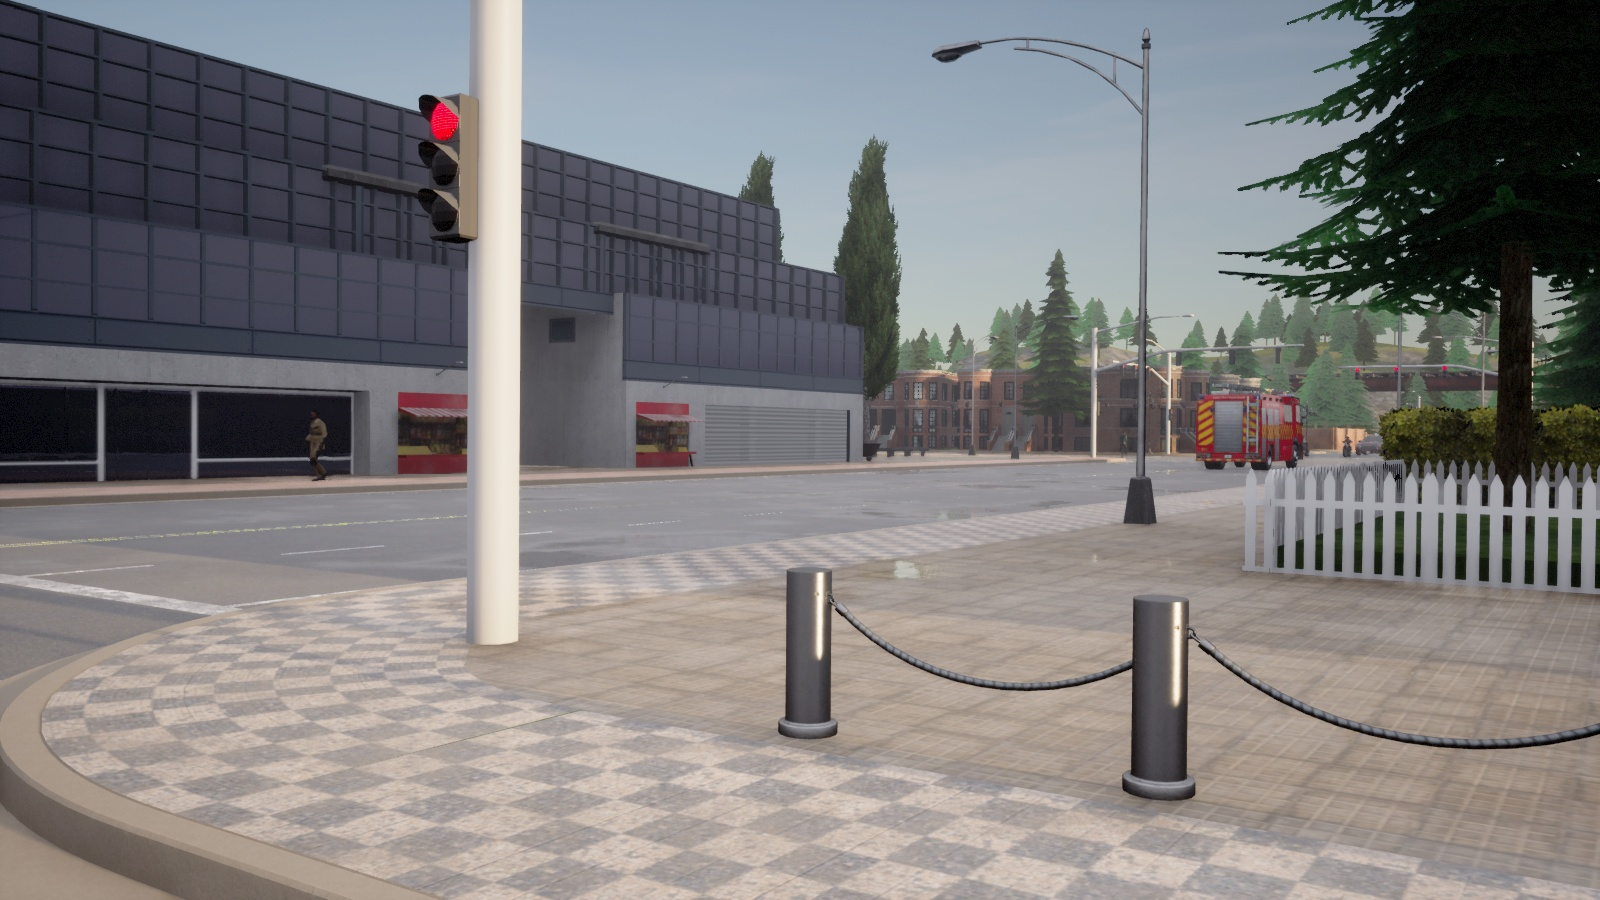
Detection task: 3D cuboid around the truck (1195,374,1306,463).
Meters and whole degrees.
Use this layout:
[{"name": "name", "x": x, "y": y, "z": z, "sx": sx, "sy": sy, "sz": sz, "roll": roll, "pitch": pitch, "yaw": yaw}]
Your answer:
[{"name": "truck", "x": 21.085, "y": -1.422, "z": 58.443, "sx": 2.891, "sy": 3.827, "sz": 8.468, "roll": 0, "pitch": 1, "yaw": 34}]

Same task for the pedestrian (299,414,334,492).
[{"name": "pedestrian", "x": -12.047, "y": 0.072, "z": 31.270, "sx": 0.396, "sy": 1.930, "sz": 0.692, "roll": 0, "pitch": 1, "yaw": 31}]
